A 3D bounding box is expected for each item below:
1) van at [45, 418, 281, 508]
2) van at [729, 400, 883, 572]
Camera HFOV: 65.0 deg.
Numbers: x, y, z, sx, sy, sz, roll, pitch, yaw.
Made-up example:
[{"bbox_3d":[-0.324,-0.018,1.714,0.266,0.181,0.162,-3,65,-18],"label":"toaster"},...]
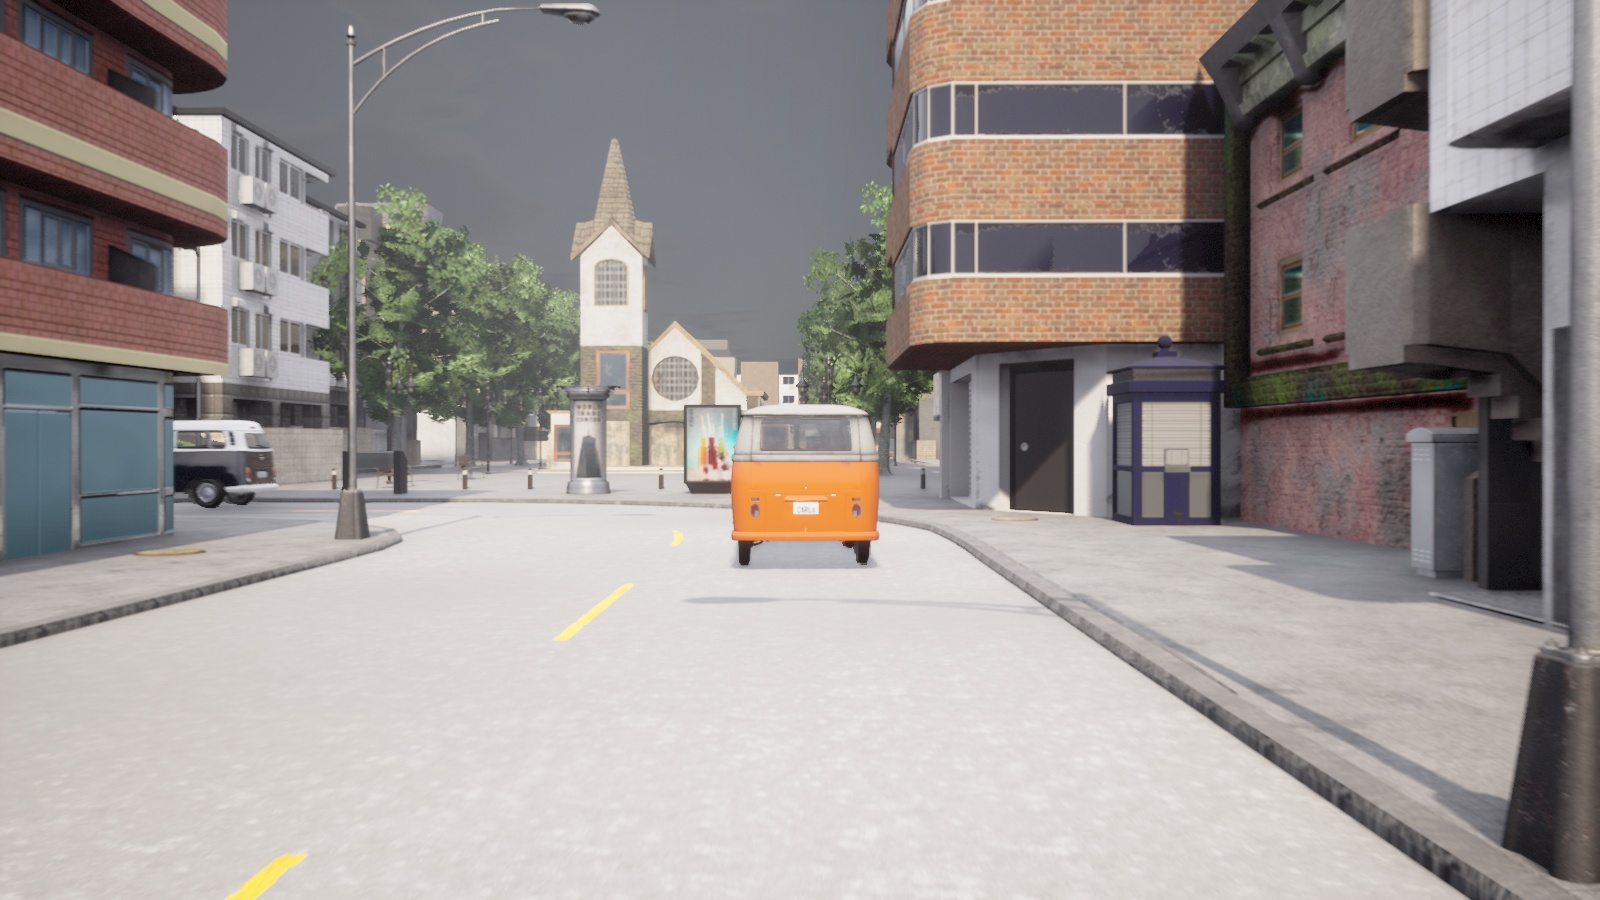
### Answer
[{"bbox_3d":[-14.844,0.292,29.445,4.480,2.038,2.069,0,0,2],"label":"van"},{"bbox_3d":[-0.003,0.405,16.742,1.775,1.987,4.442,0,0,-2],"label":"van"}]
